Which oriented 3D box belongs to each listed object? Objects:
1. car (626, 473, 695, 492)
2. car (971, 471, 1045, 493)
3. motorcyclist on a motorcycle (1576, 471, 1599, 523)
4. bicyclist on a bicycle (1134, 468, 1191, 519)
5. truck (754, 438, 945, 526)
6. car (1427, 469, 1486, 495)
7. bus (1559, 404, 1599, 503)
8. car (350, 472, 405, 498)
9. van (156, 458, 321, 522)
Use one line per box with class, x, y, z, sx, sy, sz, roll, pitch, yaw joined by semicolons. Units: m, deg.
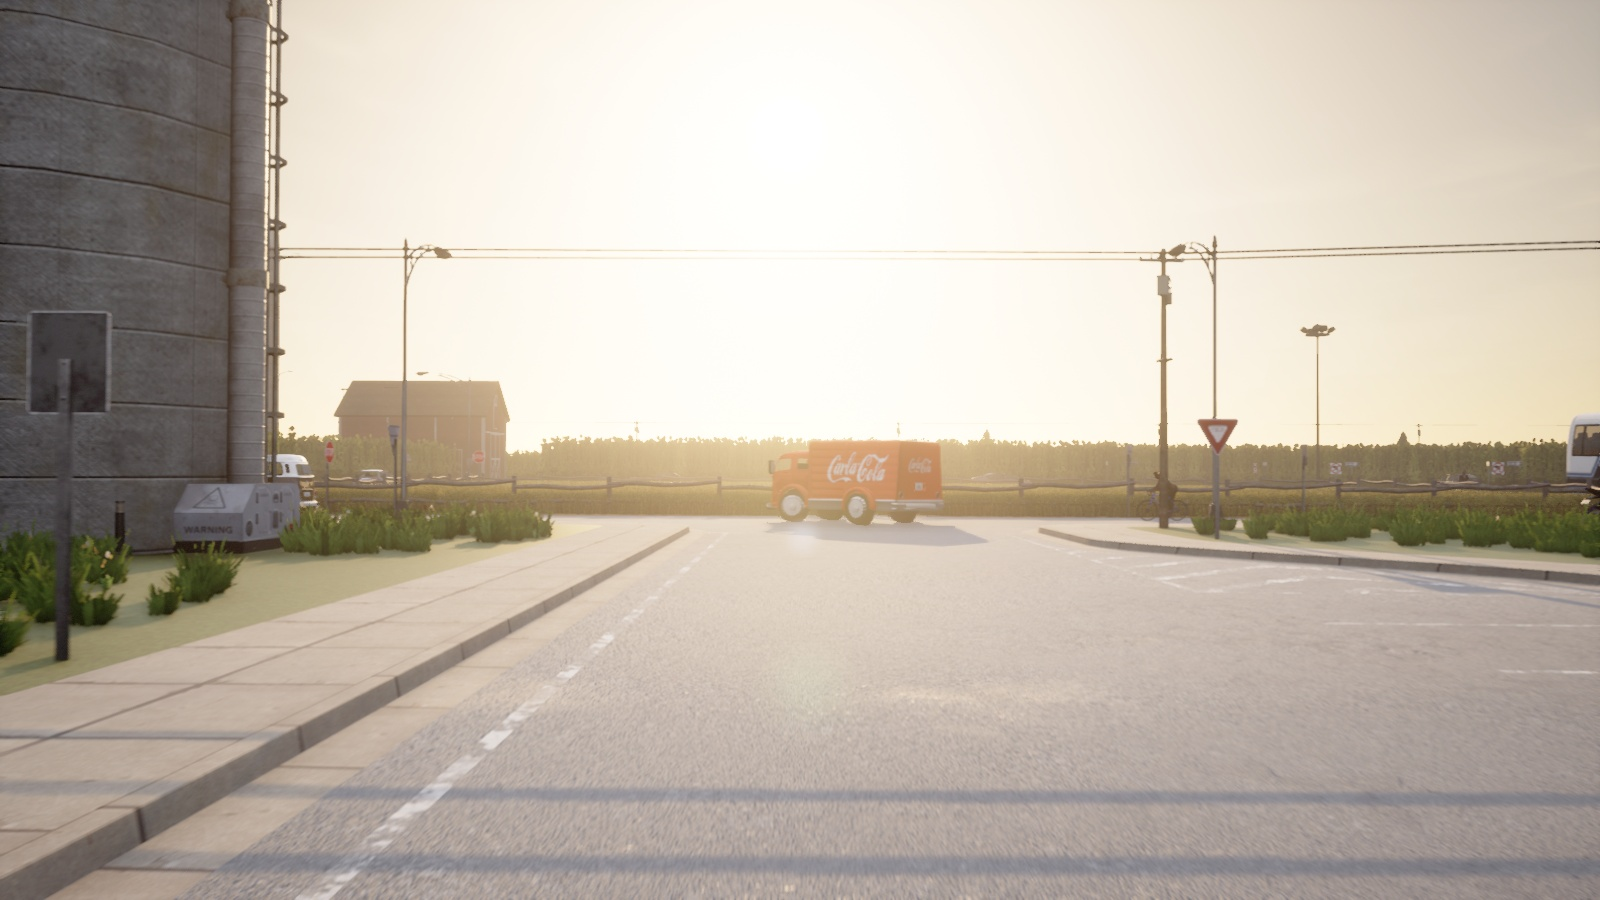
car;-10.023;2.314;90.341;4.718;1.301;1.895;0;-1;1
car;14.323;2.200;86.783;4.792;1.488;2.163;0;-1;1
motorcyclist on a motorcycle;24.413;1.376;37.291;2.191;1.530;0.866;0;-1;0
bicyclist on a bicycle;11.795;1.405;40.918;1.656;1.620;0.582;-1;-1;1
truck;1.448;0.956;37.911;5.204;2.467;2.627;-1;-2;40
car;39.101;1.890;74.859;1.789;1.549;3.705;-1;-1;5
bus;36.314;0.153;51.418;3.944;4.253;10.273;0;0;-2
car;-25.198;2.071;75.049;1.970;1.475;3.806;0;-1;1
van;-18.384;1.306;41.288;4.480;2.038;2.069;0;-1;1
